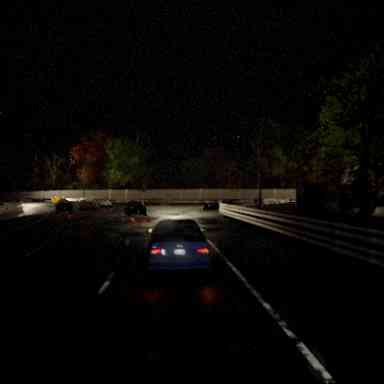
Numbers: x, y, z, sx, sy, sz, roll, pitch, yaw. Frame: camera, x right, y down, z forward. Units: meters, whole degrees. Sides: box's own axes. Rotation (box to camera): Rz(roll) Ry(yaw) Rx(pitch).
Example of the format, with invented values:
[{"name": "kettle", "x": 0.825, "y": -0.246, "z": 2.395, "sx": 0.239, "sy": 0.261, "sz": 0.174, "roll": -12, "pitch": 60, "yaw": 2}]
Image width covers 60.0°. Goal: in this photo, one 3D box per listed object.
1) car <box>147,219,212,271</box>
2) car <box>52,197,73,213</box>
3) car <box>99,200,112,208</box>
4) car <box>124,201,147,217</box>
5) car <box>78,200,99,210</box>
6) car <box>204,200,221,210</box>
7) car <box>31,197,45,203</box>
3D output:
[{"name": "car", "x": -0.493, "y": 1.612, "z": 11.129, "sx": 2.033, "sy": 1.411, "sz": 5.357, "roll": 0, "pitch": 0, "yaw": -4}, {"name": "car", "x": -15.730, "y": 1.758, "z": 40.897, "sx": 2.128, "sy": 1.511, "sz": 4.902, "roll": 0, "pitch": 0, "yaw": -22}, {"name": "car", "x": -14.529, "y": 1.938, "z": 54.203, "sx": 1.895, "sy": 1.301, "sz": 4.718, "roll": 0, "pitch": 0, "yaw": -28}, {"name": "car", "x": -5.910, "y": 1.699, "z": 34.442, "sx": 2.128, "sy": 1.511, "sz": 4.902, "roll": 0, "pitch": 0, "yaw": -18}, {"name": "car", "x": -15.249, "y": 1.869, "z": 48.050, "sx": 1.994, "sy": 1.385, "sz": 4.181, "roll": 0, "pitch": 0, "yaw": -26}, {"name": "car", "x": 3.258, "y": 1.817, "z": 46.491, "sx": 1.994, "sy": 1.385, "sz": 4.181, "roll": 0, "pitch": 0, "yaw": 27}, {"name": "car", "x": -39.397, "y": 2.093, "z": 84.905, "sx": 4.902, "sy": 1.511, "sz": 2.128, "roll": 0, "pitch": 0, "yaw": 40}]
